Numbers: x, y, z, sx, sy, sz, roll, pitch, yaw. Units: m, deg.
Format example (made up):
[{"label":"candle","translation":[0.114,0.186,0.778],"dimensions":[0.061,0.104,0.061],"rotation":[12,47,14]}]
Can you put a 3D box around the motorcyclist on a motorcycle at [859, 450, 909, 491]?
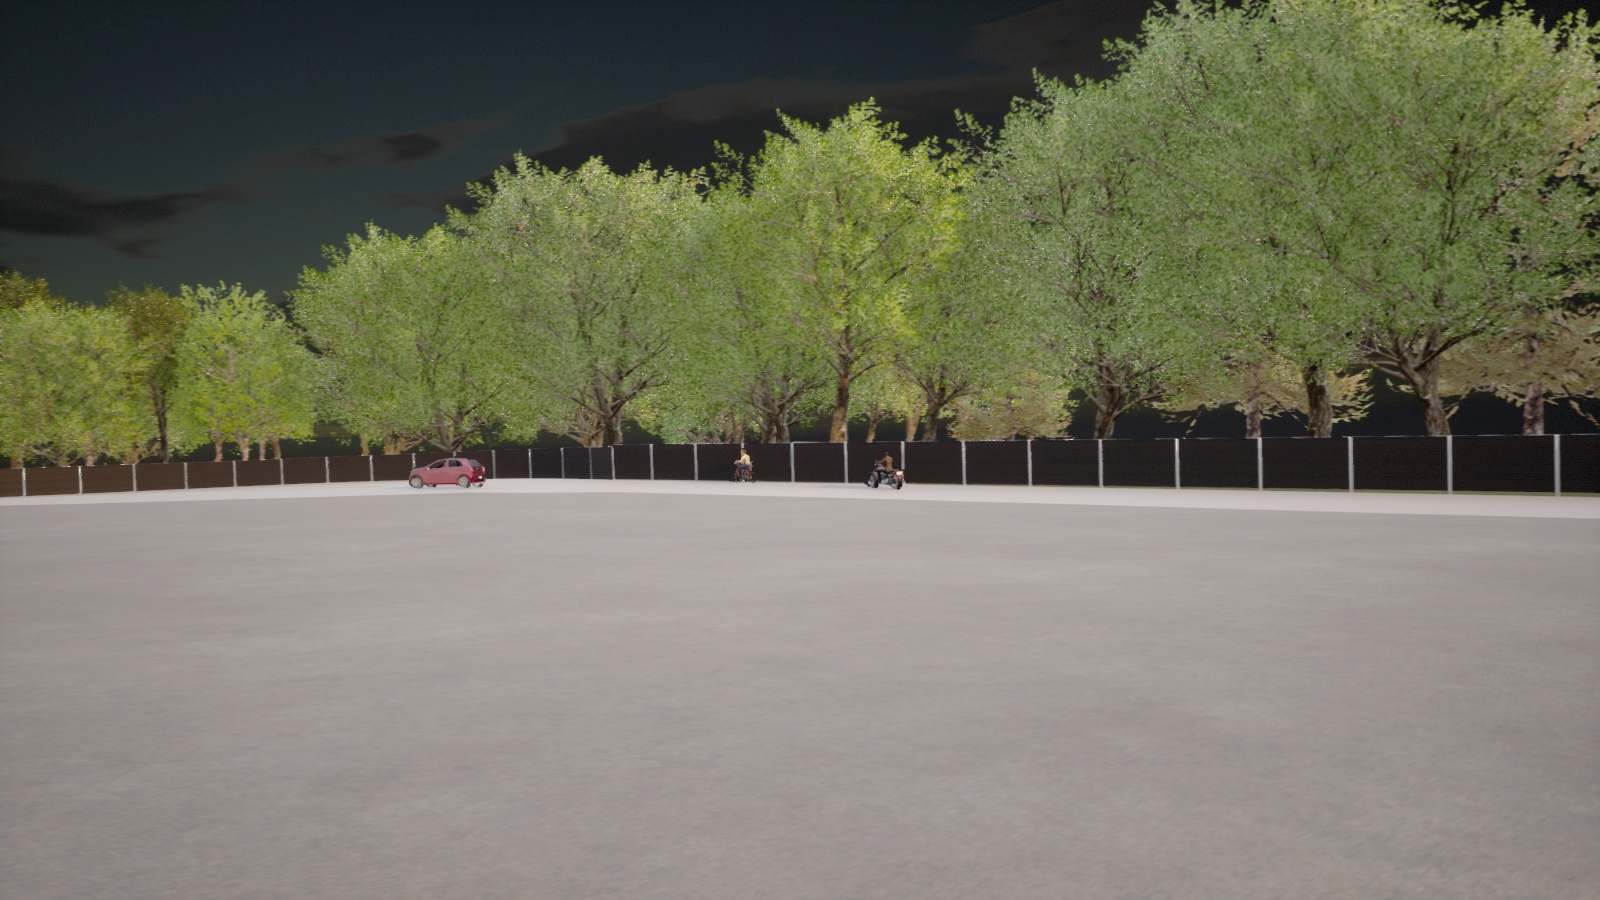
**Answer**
[{"label":"motorcyclist on a motorcycle","translation":[3.521,0.844,52.752],"dimensions":[0.766,1.649,2.350],"rotation":[-3,2,-33]}]

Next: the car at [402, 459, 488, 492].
[{"label":"car","translation":[-17.530,1.260,62.101],"dimensions":[3.633,1.501,1.845],"rotation":[-1,0,11]}]

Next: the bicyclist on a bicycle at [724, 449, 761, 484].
[{"label":"bicyclist on a bicycle","translation":[-2.752,0.809,60.184],"dimensions":[1.509,1.612,0.866],"rotation":[-1,3,35]}]
